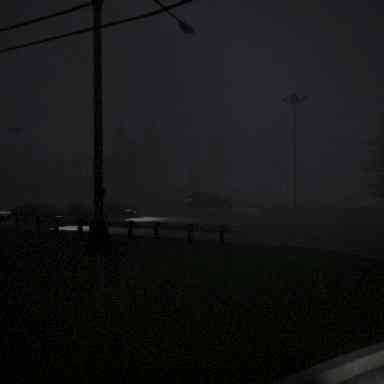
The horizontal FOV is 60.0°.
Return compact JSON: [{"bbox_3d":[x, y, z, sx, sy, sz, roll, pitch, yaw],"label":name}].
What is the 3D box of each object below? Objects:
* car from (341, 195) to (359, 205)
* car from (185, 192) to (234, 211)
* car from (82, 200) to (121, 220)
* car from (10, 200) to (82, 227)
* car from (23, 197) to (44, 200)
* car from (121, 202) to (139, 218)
[{"bbox_3d":[24.188,1.220,51.030,1.812,1.442,4.674,1,1,35],"label":"car"},{"bbox_3d":[2.021,1.076,38.905,5.566,2.045,2.150,0,1,-6],"label":"car"},{"bbox_3d":[-8.101,1.480,25.416,4.674,1.442,1.812,0,0,26],"label":"car"},{"bbox_3d":[-10.124,1.481,22.510,4.892,1.490,1.837,0,0,26],"label":"car"},{"bbox_3d":[-20.260,1.449,43.039,4.902,1.511,2.128,0,0,26],"label":"car"},{"bbox_3d":[-6.874,1.442,28.712,4.892,1.490,1.837,0,0,26],"label":"car"}]
